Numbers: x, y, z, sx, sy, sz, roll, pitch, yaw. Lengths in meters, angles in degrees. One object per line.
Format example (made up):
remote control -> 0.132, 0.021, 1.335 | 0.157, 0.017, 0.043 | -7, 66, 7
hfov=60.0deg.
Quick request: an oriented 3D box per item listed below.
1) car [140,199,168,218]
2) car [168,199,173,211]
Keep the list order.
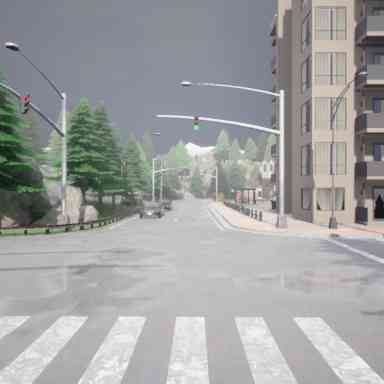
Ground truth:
car -> -3.560, 1.555, 30.305 | 1.812, 1.442, 4.674 | 0, 0, 1
car -> -3.394, 1.577, 40.937 | 2.033, 1.411, 5.357 | 0, 0, 2
